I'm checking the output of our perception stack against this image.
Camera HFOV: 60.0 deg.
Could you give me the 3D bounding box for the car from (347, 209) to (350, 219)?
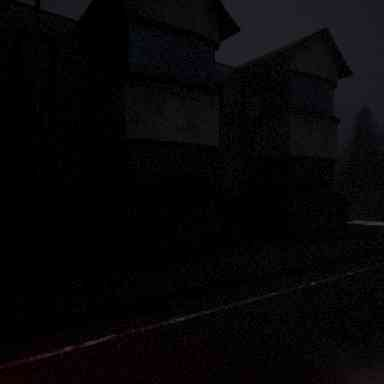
[{"bbox_3d":[10.482,1.352,27.227,2.097,1.767,4.553,0,0,-35],"label":"car"}]
